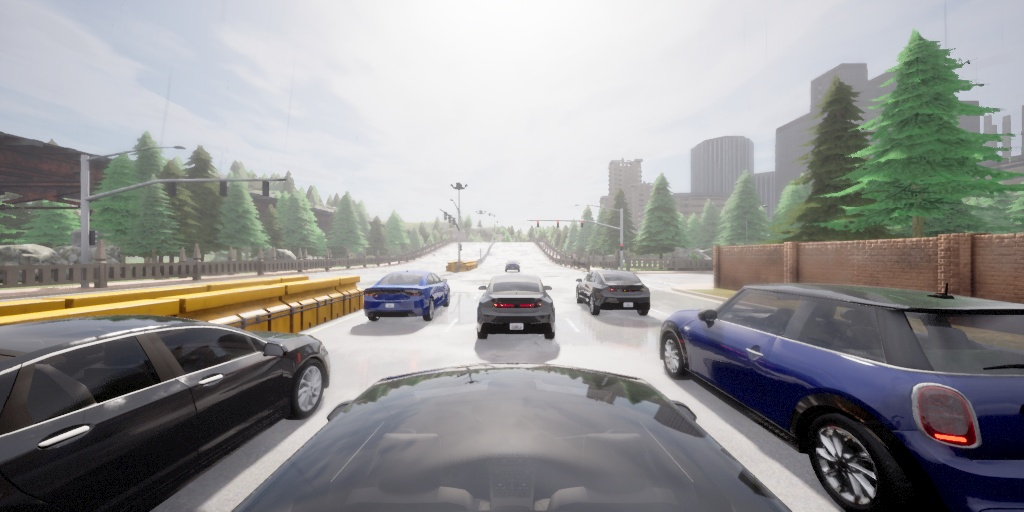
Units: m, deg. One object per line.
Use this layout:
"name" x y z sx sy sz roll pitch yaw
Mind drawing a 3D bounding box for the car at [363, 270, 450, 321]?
"car" -3.404 1.228 12.466 1.882 1.535 5.008 0 0 0

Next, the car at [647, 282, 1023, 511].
"car" 3.601 1.102 4.393 2.097 1.767 4.553 0 0 0

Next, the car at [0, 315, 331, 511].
"car" -3.400 1.255 2.973 1.837 1.490 4.892 0 0 0

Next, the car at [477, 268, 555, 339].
"car" 0.096 1.255 10.043 1.837 1.490 4.892 0 0 0

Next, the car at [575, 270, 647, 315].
"car" 3.614 1.255 13.478 1.837 1.490 4.892 0 0 1

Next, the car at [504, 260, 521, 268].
"car" 0.068 1.276 46.168 1.812 1.442 4.674 0 0 0
